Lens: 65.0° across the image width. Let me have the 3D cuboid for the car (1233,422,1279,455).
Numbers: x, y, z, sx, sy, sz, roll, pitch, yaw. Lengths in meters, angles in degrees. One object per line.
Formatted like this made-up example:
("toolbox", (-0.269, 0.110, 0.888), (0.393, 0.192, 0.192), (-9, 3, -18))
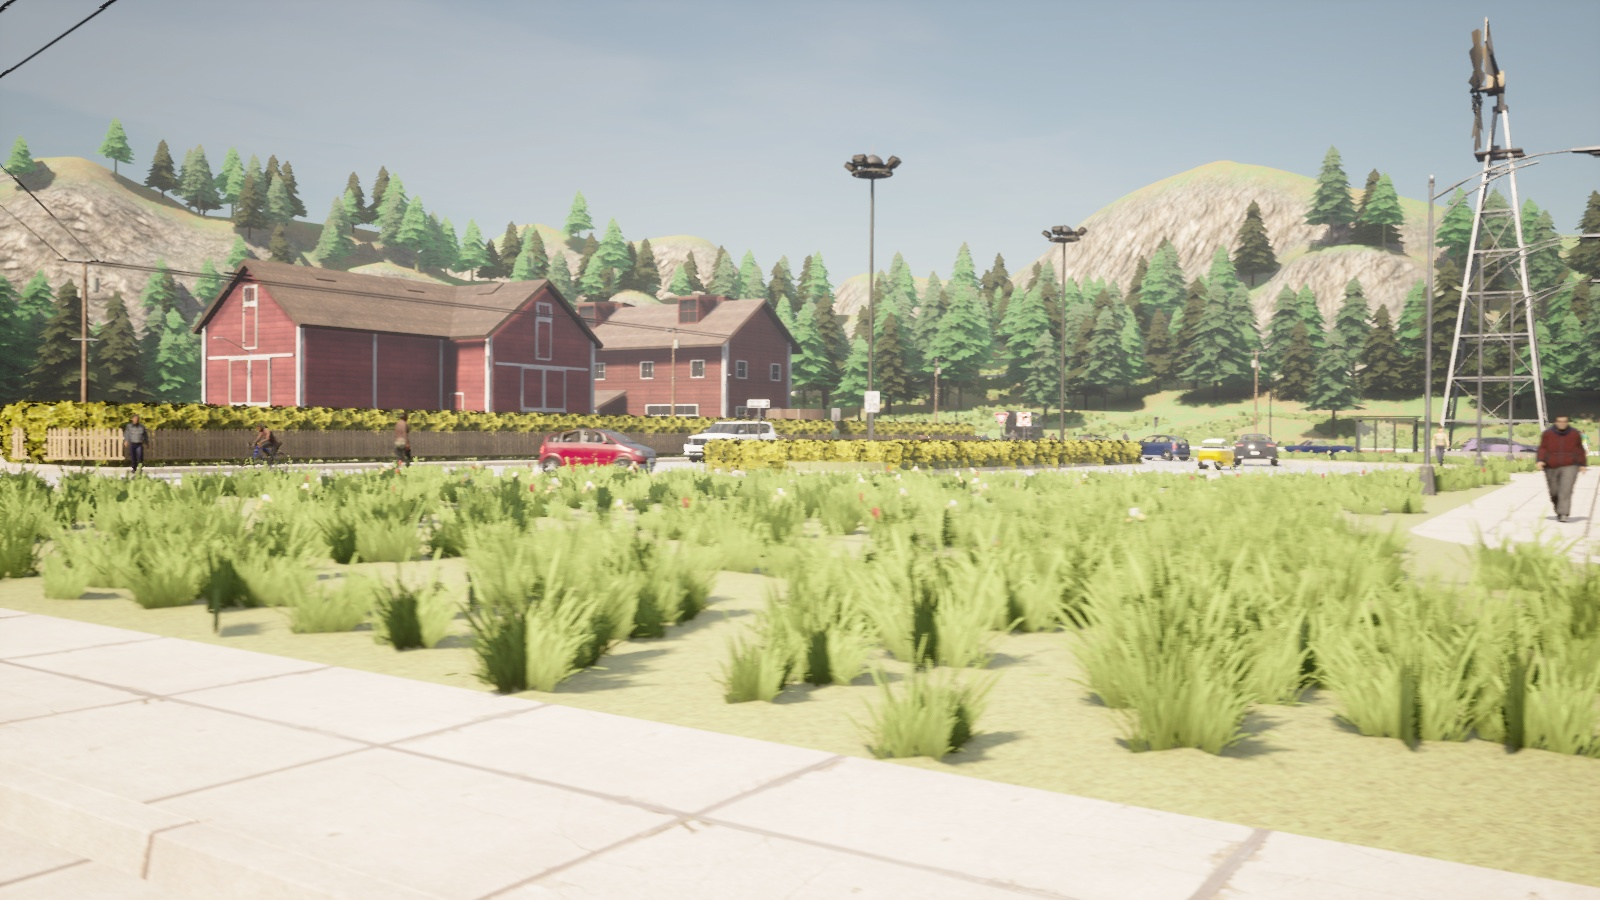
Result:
("car", (23.622, -0.593, 65.048), (2.152, 1.651, 5.027), (0, 1, 20))

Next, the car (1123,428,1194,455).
("car", (21.307, -0.503, 74.709), (1.789, 1.549, 3.705), (-1, 1, -37))

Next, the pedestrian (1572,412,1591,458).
("pedestrian", (33.699, -0.657, 54.129), (0.659, 1.952, 0.873), (0, 1, 30))

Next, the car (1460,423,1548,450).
("car", (45.845, -0.869, 81.835), (4.856, 1.649, 2.033), (0, 1, 34))

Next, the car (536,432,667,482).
("car", (-6.334, 0.220, 40.082), (3.705, 1.549, 1.789), (0, 1, 18))

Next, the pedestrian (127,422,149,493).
("pedestrian", (-18.444, 0.206, 34.995), (0.423, 1.949, 0.788), (-1, 1, -35))

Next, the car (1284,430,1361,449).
("car", (36.625, -0.702, 88.038), (4.718, 1.301, 1.895), (0, 1, 34))

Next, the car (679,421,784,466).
("car", (-3.219, -0.349, 60.711), (2.150, 2.045, 5.566), (0, 1, 33))

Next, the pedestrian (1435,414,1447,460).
("pedestrian", (25.526, -0.527, 49.995), (0.345, 1.836, 0.594), (0, 1, 21))

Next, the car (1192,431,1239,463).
("car", (18.484, -0.145, 55.858), (1.481, 1.376, 2.207), (0, 2, 33))

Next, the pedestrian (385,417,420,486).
("pedestrian", (-10.546, 0.027, 33.339), (0.328, 1.805, 0.869), (0, 1, 30))

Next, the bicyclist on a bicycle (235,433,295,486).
("bicyclist on a bicycle", (-16.993, 0.293, 39.897), (0.582, 1.620, 1.656), (0, 1, 34))

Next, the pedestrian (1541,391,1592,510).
("pedestrian", (12.246, 0.002, 20.064), (0.634, 1.844, 0.899), (0, 1, 35))

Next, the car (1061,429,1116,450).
("car", (22.213, -0.812, 96.745), (3.705, 1.549, 1.789), (-1, 1, -20))
